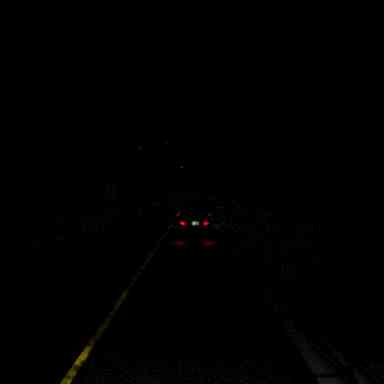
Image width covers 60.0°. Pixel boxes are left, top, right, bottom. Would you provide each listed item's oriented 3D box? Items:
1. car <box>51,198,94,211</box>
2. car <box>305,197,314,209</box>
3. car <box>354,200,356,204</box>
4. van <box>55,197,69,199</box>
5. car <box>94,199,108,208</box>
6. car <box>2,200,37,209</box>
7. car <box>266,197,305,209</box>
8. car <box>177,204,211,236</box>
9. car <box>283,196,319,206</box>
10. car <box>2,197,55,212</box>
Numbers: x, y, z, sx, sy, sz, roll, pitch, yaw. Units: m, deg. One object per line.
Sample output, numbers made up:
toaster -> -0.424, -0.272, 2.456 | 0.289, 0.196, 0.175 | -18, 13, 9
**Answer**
car -> -15.271, 1.867, 42.790 | 4.206, 1.307, 1.802 | -1, 1, 0
car -> 17.076, 1.481, 42.716 | 4.403, 1.369, 2.008 | -1, 1, 0
car -> 27.325, 1.297, 51.218 | 4.403, 1.369, 2.008 | -1, 1, 0
van -> -20.944, 1.623, 51.323 | 3.998, 1.788, 1.690 | -1, 1, 0
car -> -15.432, 1.751, 51.314 | 4.829, 1.417, 1.752 | -1, 1, 0
car -> -26.621, 1.903, 51.340 | 4.313, 1.339, 1.947 | -1, 1, 0
car -> 11.697, 1.558, 42.728 | 4.313, 1.339, 1.947 | -1, 1, 0
car -> 0.109, 1.610, 18.938 | 2.033, 1.411, 5.357 | 0, 0, 0
car -> 16.749, 1.398, 51.241 | 4.829, 1.417, 1.752 | -1, 1, 0
car -> -20.954, 1.658, 42.798 | 5.009, 1.841, 2.192 | -1, 1, 0
